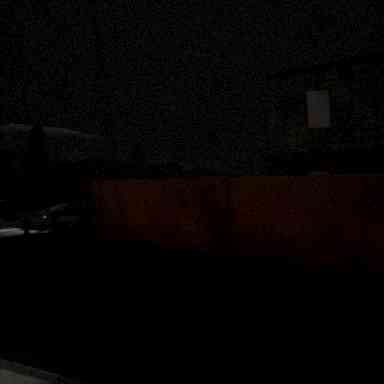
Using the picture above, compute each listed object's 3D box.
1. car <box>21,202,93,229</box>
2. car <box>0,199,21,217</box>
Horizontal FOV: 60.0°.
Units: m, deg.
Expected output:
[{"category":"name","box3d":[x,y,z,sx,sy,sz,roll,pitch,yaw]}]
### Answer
[{"category":"car","box3d":[-7.705,1.356,20.665,1.812,1.442,4.674,0,1,34]},{"category":"car","box3d":[-16.299,1.306,26.695,2.128,1.511,4.902,0,1,34]}]
